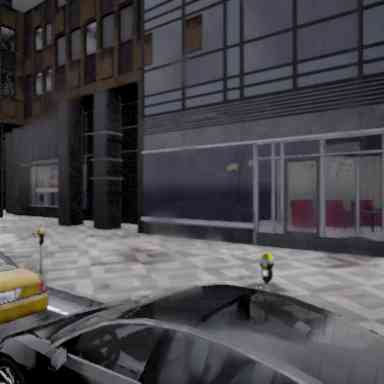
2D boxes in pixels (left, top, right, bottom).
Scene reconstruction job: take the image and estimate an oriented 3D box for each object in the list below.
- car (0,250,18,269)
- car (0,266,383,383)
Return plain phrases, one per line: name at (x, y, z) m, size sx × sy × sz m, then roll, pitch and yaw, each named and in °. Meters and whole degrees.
car at (-4.656, 1.529, 6.282) m, size 4.829 × 1.417 × 1.752 m, roll 0°, pitch 0°, yaw 35°
car at (-0.049, 1.567, 2.998) m, size 4.313 × 1.339 × 1.947 m, roll 0°, pitch 0°, yaw 35°
